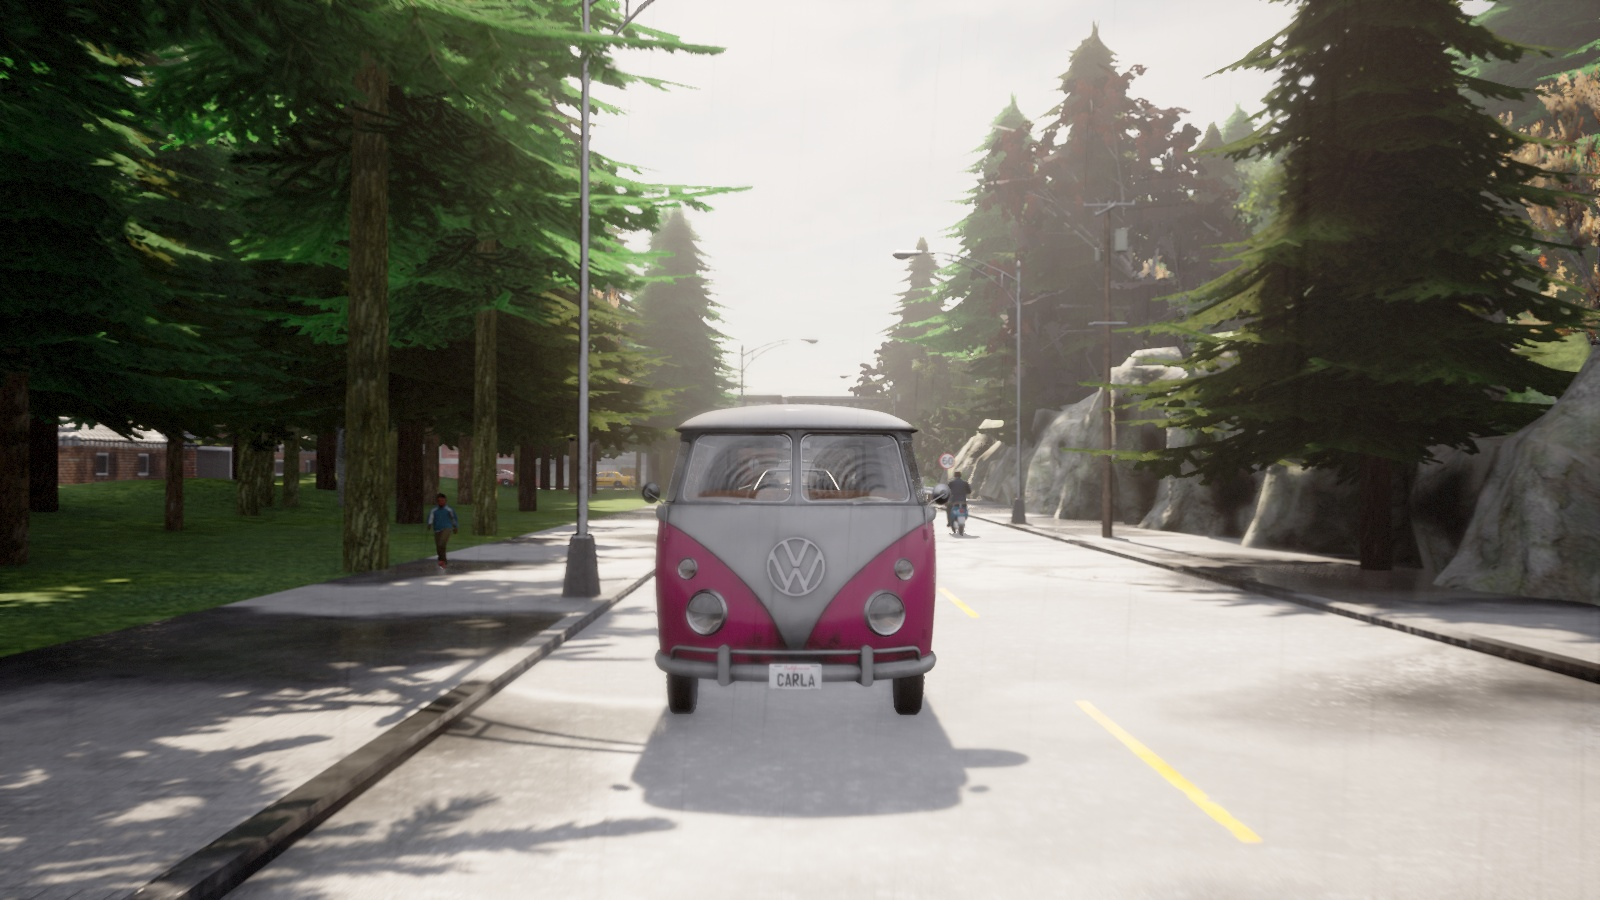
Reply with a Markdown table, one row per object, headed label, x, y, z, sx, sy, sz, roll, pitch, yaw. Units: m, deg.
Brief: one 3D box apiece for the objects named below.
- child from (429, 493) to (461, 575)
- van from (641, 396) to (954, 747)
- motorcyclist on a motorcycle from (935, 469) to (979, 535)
| label | x | y | z | sx | sy | sz | roll | pitch | yaw |
| --- | --- | --- | --- | --- | --- | --- | --- | --- | --- |
| child | -5.253 | 1.237 | 18.607 | 0.343 | 1.192 | 0.448 | 0 | -1 | 0 |
| van | -0.023 | 0.724 | 9.367 | 1.775 | 1.987 | 4.442 | 0 | -1 | 0 |
| motorcyclist on a motorcycle | 3.925 | 1.279 | 31.479 | 0.866 | 1.590 | 1.817 | 0 | -1 | 0 |
